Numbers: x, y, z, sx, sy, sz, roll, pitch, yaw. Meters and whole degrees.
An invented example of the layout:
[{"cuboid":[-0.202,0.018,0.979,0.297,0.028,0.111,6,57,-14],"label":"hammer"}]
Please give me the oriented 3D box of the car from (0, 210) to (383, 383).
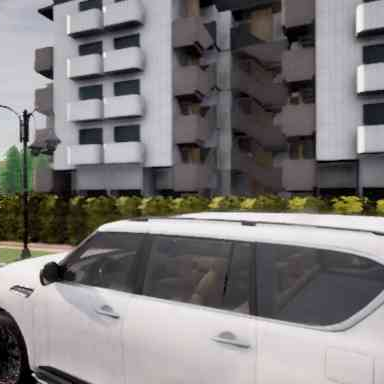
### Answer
[{"cuboid":[-0.073,1.227,3.634,5.566,2.045,2.150,0,0,32],"label":"car"}]
